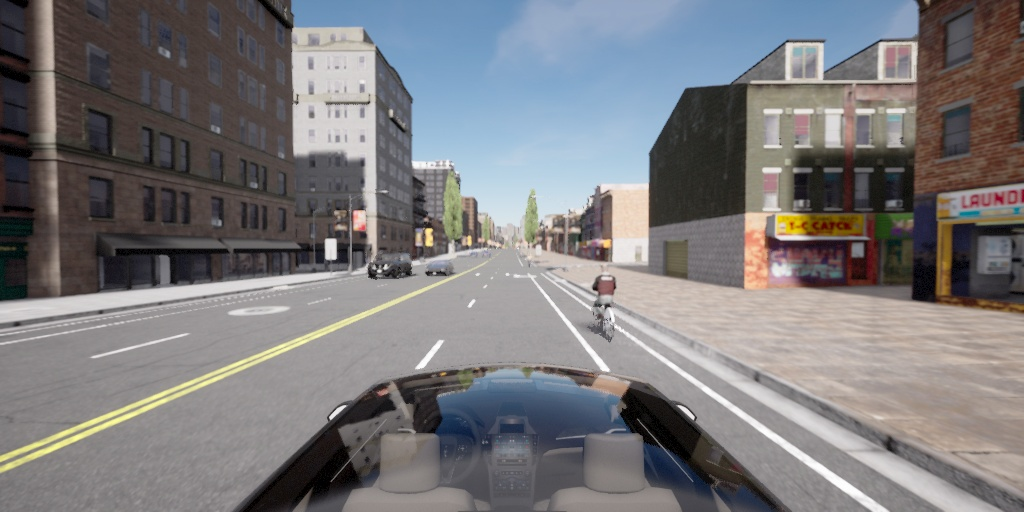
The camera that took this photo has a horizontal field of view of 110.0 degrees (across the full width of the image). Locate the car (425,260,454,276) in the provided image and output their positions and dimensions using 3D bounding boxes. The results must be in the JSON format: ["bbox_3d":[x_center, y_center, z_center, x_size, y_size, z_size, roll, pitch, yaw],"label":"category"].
[{"bbox_3d":[-6.516,1.045,32.860,2.033,1.411,5.357,0,1,0],"label":"car"}]

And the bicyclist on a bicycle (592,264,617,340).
[{"bbox_3d":[2.248,1.077,8.887,0.659,1.776,1.843,0,1,0],"label":"bicyclist on a bicycle"}]

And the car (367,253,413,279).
[{"bbox_3d":[-9.800,0.756,29.326,2.150,2.045,5.566,0,0,0],"label":"car"}]

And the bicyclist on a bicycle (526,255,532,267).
[{"bbox_3d":[2.225,0.627,45.823,0.866,1.612,1.509,-1,1,0],"label":"bicyclist on a bicycle"}]
